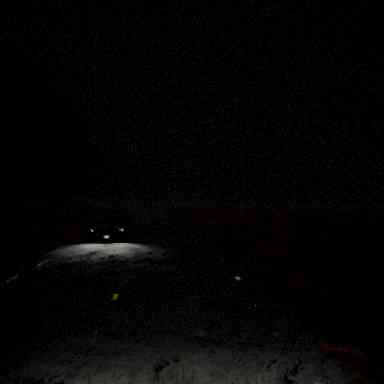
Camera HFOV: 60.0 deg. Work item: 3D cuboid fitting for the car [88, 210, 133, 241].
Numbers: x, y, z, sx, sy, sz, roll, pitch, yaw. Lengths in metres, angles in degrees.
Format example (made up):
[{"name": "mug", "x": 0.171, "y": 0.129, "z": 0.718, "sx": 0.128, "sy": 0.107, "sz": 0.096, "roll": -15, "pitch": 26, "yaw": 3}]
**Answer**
[{"name": "car", "x": -4.172, "y": 1.687, "z": 17.852, "sx": 2.033, "sy": 1.411, "sz": 5.357, "roll": 0, "pitch": 0, "yaw": -6}]
